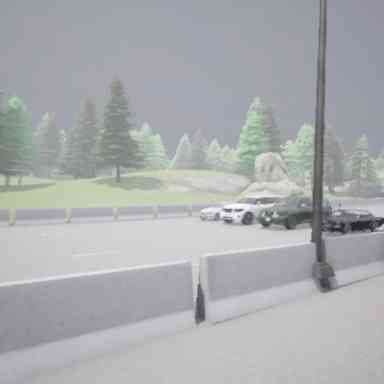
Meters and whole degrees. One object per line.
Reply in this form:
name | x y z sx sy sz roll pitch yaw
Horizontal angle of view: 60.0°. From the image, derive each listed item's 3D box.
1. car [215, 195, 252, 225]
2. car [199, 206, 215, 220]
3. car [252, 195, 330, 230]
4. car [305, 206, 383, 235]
car | 4.673 1.239 24.408 5.566 2.045 2.150 0 0 -36
car | 2.761 1.569 27.343 4.674 1.442 1.812 0 0 -36
car | 6.811 1.296 21.632 5.566 2.045 2.150 0 0 -36
car | 8.745 1.641 18.715 4.718 1.301 1.895 0 0 -36
